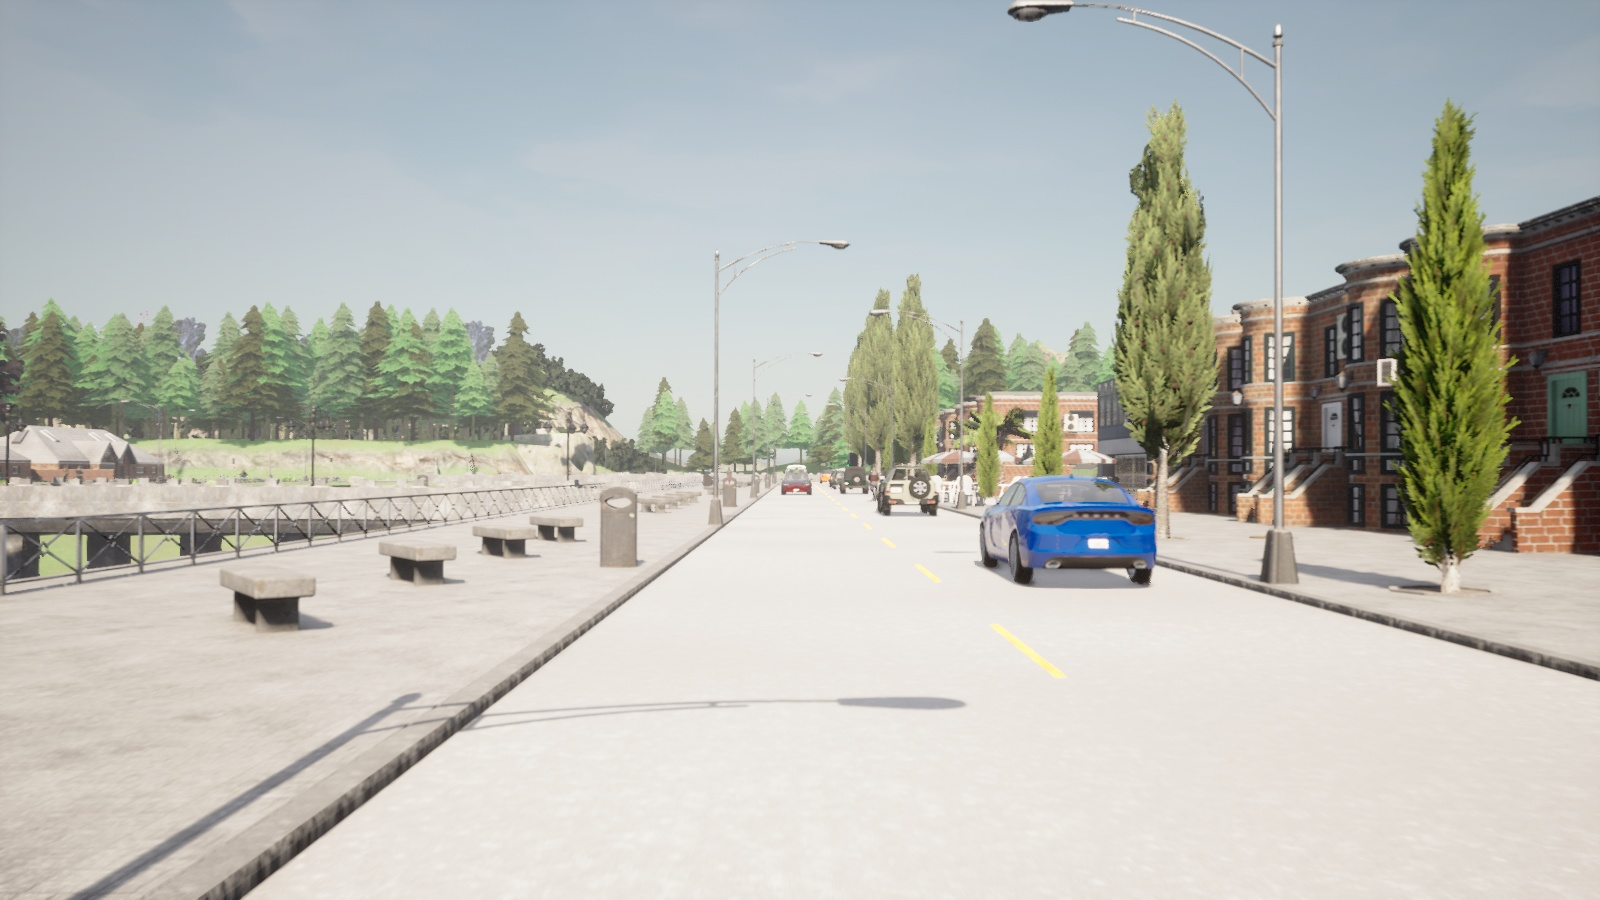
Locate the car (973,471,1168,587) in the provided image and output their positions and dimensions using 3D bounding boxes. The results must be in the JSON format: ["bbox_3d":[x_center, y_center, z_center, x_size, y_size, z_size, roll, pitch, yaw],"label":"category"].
[{"bbox_3d":[3.949,1.099,19.238,1.882,1.535,5.008,0,-1,0],"label":"car"}]

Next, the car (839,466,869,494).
[{"bbox_3d":[3.773,2.060,87.508,1.905,1.878,3.866,0,-1,0],"label":"car"}]

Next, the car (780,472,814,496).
[{"bbox_3d":[-0.211,2.192,82.212,2.163,1.488,4.792,0,-1,0],"label":"car"}]

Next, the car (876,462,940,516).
[{"bbox_3d":[3.880,1.384,45.889,1.932,1.855,4.605,0,-1,0],"label":"car"}]
